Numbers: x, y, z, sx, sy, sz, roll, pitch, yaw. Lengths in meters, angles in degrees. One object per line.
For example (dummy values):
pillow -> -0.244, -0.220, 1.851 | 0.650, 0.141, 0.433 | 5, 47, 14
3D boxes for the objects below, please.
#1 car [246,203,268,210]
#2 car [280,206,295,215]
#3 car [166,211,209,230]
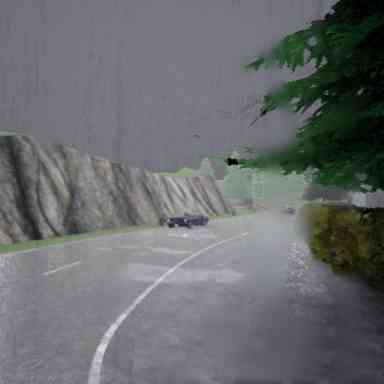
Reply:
car -> 15.193, 3.356, 77.376 | 5.008, 1.535, 1.882 | 0, -2, 23
car -> 16.039, 3.052, 55.873 | 2.128, 1.511, 4.902 | 0, -2, 23
car -> -0.297, 2.256, 26.912 | 1.895, 1.301, 4.718 | 0, -2, 24
